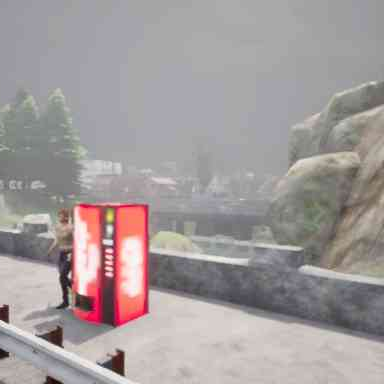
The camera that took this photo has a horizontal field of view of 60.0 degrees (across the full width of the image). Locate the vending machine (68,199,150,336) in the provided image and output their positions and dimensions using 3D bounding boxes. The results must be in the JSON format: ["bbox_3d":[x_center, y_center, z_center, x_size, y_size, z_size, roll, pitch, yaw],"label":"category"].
[{"bbox_3d":[-1.437,1.193,5.875,0.880,2.100,1.100,0,0,35],"label":"vending machine"}]

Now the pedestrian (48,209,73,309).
[{"bbox_3d":[-2.354,1.187,6.202,0.375,1.860,0.375,0,0,35],"label":"pedestrian"}]
